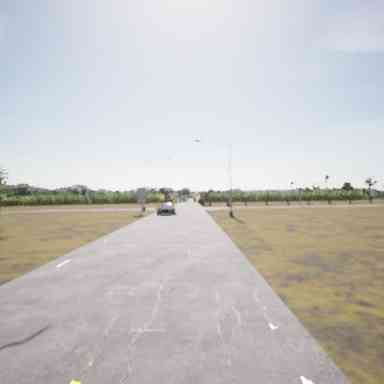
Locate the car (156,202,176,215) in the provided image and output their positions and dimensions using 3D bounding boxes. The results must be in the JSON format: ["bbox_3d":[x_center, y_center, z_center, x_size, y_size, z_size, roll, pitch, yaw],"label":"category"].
[{"bbox_3d":[-2.804,1.853,37.055,1.994,1.385,4.181,0,-1,0],"label":"car"}]
